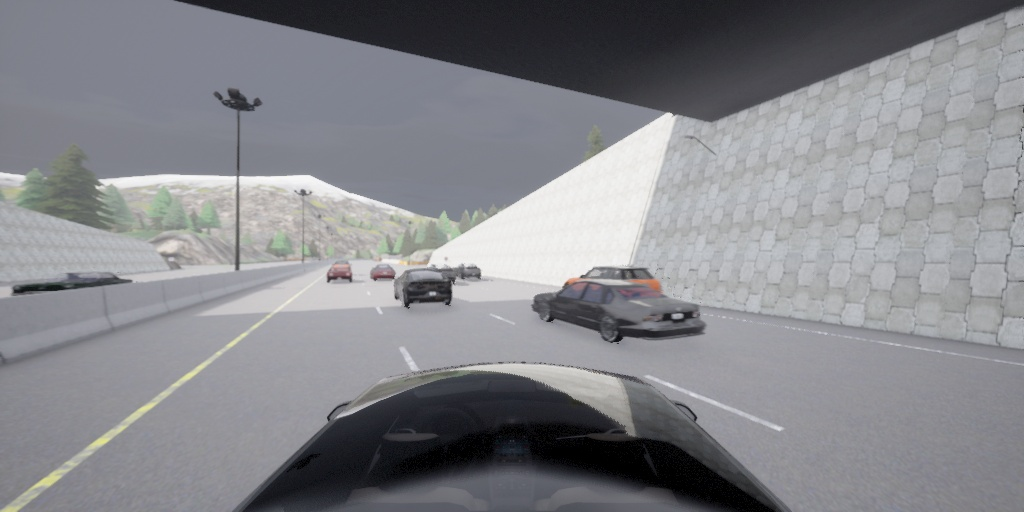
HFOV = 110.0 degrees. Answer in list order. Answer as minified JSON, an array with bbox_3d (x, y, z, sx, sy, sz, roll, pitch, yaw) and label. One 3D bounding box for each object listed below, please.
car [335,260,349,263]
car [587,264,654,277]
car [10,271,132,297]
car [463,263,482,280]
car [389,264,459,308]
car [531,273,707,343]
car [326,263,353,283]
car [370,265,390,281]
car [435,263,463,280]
[{"bbox_3d":[-19.231,1.286,40.580,2.097,1.767,4.553,0,0,-25],"label":"car"},{"bbox_3d":[4.034,1.191,15.056,2.097,1.767,4.553,0,0,-25],"label":"car"},{"bbox_3d":[-19.980,1.390,16.554,1.895,1.301,4.718,0,0,-25],"label":"car"},{"bbox_3d":[-4.332,1.418,33.286,2.128,1.511,4.902,0,0,-25],"label":"car"},{"bbox_3d":[-4.056,1.302,15.902,1.882,1.535,5.008,0,0,-25],"label":"car"},{"bbox_3d":[2.514,1.353,9.994,2.033,1.411,5.357,0,0,-25],"label":"car"},{"bbox_3d":[-14.359,1.483,29.959,1.895,1.301,4.718,0,0,-25],"label":"car"},{"bbox_3d":[-11.828,1.469,32.836,1.994,1.385,4.181,0,0,-25],"label":"car"},{"bbox_3d":[-5.752,1.385,27.989,2.128,1.511,4.902,0,0,-25],"label":"car"}]
